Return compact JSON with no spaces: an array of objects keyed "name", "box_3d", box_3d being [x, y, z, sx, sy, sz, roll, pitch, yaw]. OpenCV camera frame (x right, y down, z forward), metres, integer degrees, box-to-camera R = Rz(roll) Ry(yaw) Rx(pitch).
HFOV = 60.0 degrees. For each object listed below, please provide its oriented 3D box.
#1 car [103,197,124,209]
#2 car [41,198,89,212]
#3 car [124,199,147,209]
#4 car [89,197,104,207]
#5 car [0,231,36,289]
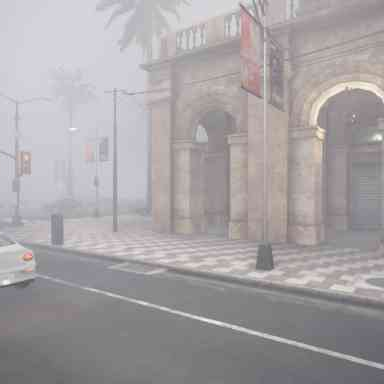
[{"name":"car","box_3d":[-9.410,1.601,45.822,1.895,1.301,4.718,0,0,36]},{"name":"car","box_3d":[-14.809,1.505,38.287,1.837,1.490,4.892,0,0,36]},{"name":"car","box_3d":[-6.341,1.564,43.758,1.994,1.385,4.181,0,0,36]},{"name":"car","box_3d":[-13.786,1.513,51.035,2.161,1.482,4.786,0,0,35]},{"name":"car","box_3d":[-5.527,1.526,7.900,4.674,1.442,1.812,0,0,36]}]
